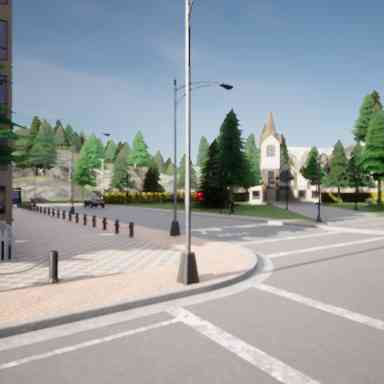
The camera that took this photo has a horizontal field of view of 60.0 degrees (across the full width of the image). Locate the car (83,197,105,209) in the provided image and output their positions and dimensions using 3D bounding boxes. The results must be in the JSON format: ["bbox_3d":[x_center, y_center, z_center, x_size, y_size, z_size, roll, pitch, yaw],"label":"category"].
[{"bbox_3d":[-13.572,1.471,45.985,1.837,1.490,4.892,0,0,-34],"label":"car"}]

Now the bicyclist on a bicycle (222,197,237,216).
[{"bbox_3d":[3.226,1.263,28.623,1.656,1.620,0.582,0,0,-35],"label":"bicyclist on a bicycle"}]
